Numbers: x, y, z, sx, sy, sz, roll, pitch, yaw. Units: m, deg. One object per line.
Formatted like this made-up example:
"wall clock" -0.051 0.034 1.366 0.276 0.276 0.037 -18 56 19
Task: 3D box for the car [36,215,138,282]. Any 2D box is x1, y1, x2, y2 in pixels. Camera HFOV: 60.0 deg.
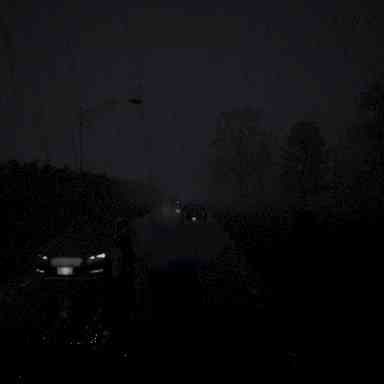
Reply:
"car" -2.810 1.488 9.845 2.128 1.511 4.902 0 0 0

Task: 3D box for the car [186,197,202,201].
"car" 0.214 1.439 42.960 1.882 1.535 5.008 0 0 0

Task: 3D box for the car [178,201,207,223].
"car" 0.156 1.589 25.391 1.895 1.301 4.718 0 0 0

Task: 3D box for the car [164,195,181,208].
"car" -2.697 1.304 46.968 2.097 1.767 4.553 0 0 0
